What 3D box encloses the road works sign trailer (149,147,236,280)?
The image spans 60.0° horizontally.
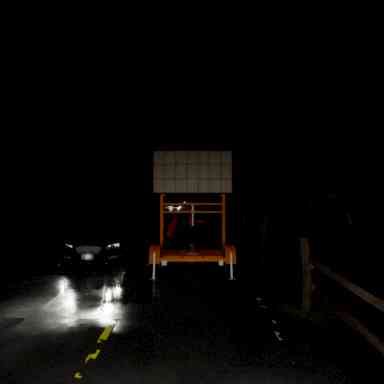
[{"bbox_3d":[0.022,0.463,9.917,2.380,3.560,2.880,0,0,0],"label":"road works sign trailer"}]

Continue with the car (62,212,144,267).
[{"bbox_3d":[-2.823,1.490,11.448,2.128,1.511,4.902,0,0,0],"label":"car"}]

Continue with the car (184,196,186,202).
[{"bbox_3d":[-2.549,1.859,89.280,2.033,1.411,5.357,0,-1,0],"label":"car"}]

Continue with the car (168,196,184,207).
[{"bbox_3d":[-2.721,1.644,53.842,1.994,1.385,4.181,0,0,0],"label":"car"}]
